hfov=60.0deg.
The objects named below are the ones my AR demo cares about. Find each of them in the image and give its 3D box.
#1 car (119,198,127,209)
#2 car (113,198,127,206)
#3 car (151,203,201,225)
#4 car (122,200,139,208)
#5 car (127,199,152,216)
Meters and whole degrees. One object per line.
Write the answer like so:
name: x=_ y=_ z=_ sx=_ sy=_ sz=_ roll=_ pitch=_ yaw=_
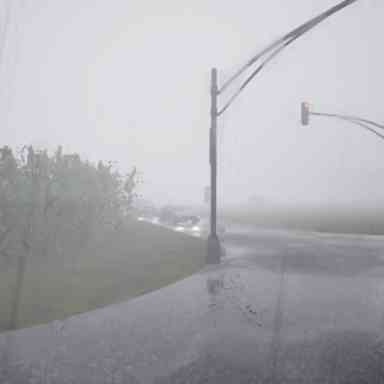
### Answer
car: x=-9.177 y=1.829 z=45.181 sx=2.033 sy=1.411 sz=5.357 roll=1 pitch=-1 yaw=-22
car: x=-14.141 y=1.964 z=65.152 sx=1.837 sy=1.490 sz=4.892 roll=1 pitch=-1 yaw=-22
car: x=-1.191 y=1.679 z=25.588 sx=2.033 sy=1.411 sz=5.357 roll=1 pitch=-1 yaw=-23
car: x=-10.343 y=1.987 z=55.856 sx=1.895 sy=1.301 sz=4.718 roll=1 pitch=-1 yaw=-22
car: x=-4.982 y=1.551 z=34.844 sx=2.097 sy=1.767 sz=4.553 roll=1 pitch=-1 yaw=-23
